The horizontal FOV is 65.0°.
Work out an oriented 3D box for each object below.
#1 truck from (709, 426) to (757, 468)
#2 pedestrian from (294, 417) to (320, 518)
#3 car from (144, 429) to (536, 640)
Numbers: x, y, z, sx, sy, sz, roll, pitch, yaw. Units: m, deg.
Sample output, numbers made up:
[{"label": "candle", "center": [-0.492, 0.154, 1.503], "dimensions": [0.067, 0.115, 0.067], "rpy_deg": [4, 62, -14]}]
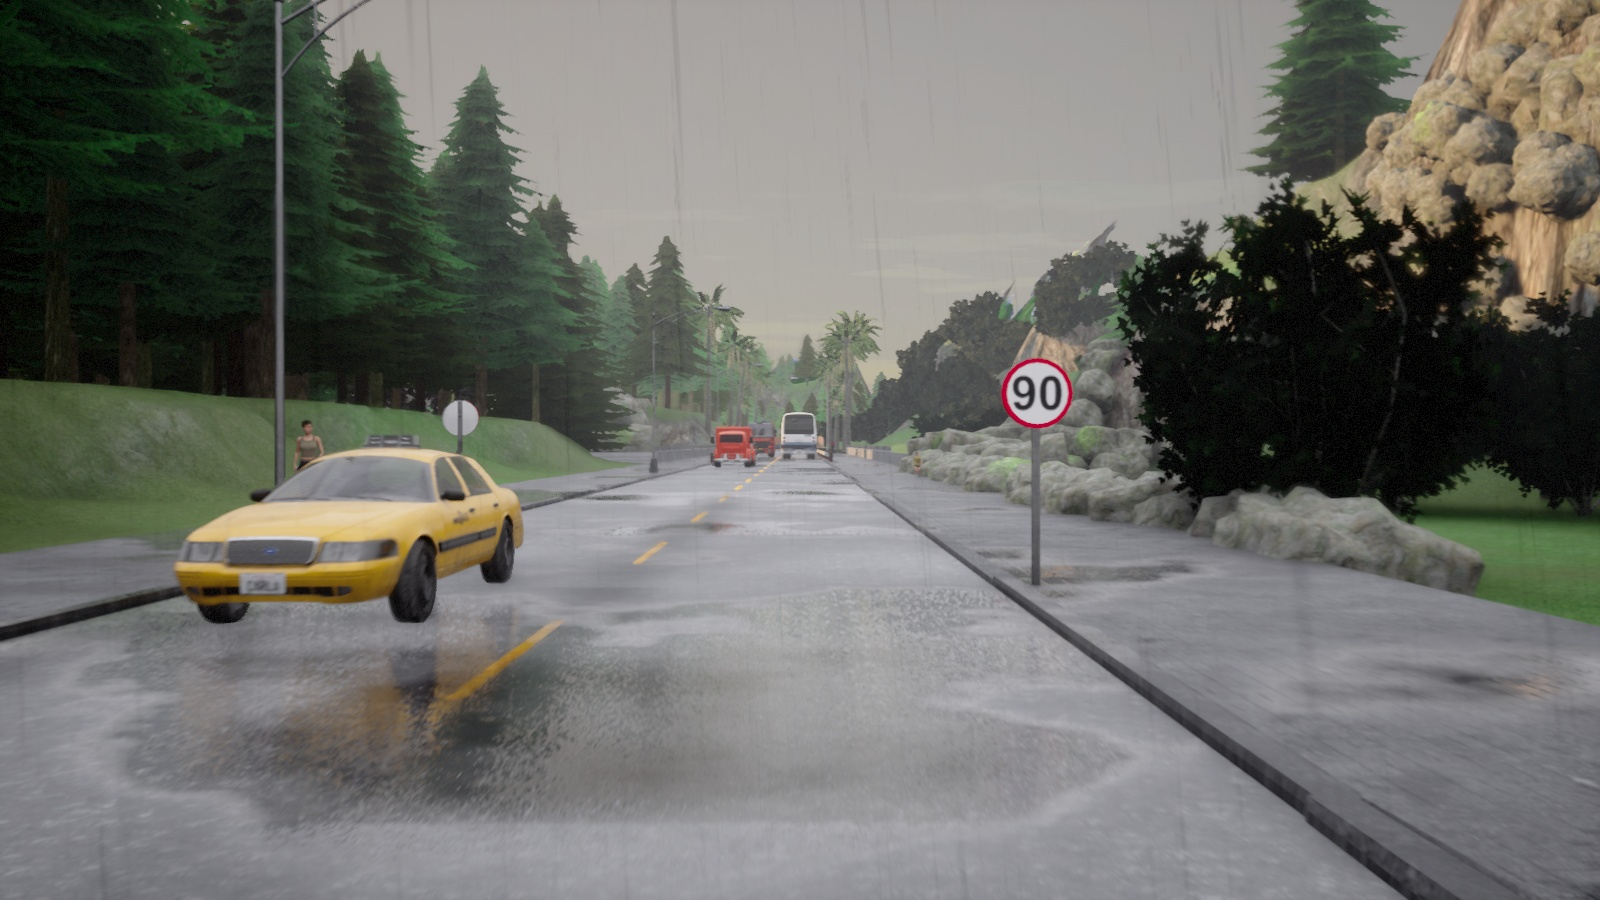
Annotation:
[{"label": "truck", "center": [-4.026, -0.175, 76.631], "dimensions": [2.627, 2.467, 5.204], "rpy_deg": [0, 0, 0]}, {"label": "pedestrian", "center": [-9.097, 0.319, 23.188], "dimensions": [0.345, 1.836, 0.594], "rpy_deg": [0, 0, -11]}, {"label": "car", "center": [-3.995, 0.614, 12.061], "dimensions": [1.801, 1.575, 5.366], "rpy_deg": [0, 0, 0]}]
